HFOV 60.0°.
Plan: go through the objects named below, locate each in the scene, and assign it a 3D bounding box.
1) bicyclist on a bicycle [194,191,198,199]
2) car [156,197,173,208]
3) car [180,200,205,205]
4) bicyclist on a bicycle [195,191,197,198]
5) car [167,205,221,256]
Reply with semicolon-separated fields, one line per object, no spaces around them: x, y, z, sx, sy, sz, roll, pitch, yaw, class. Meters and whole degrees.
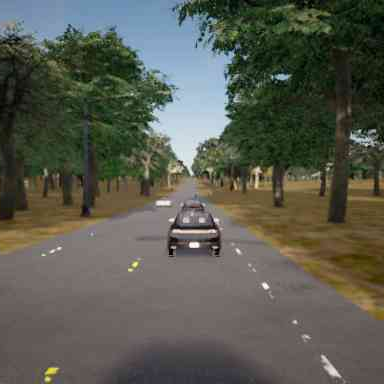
0.943;0.756;76.072;0.866;1.612;1.509;0;1;0;bicyclist on a bicycle
-3.596;1.350;43.677;1.895;1.301;4.718;0;1;0;car
0.080;1.411;28.310;1.837;1.490;4.892;0;1;0;car
0.944;0.595;85.071;0.582;1.620;1.656;0;1;0;bicyclist on a bicycle
0.082;1.473;13.008;2.128;1.511;4.902;0;0;0;car
